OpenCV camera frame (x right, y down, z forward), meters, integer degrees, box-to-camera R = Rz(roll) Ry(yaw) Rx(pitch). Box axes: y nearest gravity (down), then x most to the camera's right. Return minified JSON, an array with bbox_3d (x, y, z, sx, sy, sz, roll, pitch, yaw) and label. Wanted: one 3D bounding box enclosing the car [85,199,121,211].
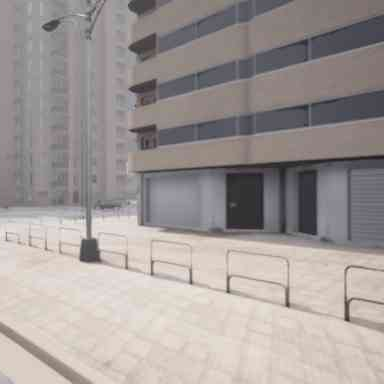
[{"bbox_3d":[-11.623,1.684,43.639,1.837,1.490,4.892,0,0,40],"label":"car"}]
